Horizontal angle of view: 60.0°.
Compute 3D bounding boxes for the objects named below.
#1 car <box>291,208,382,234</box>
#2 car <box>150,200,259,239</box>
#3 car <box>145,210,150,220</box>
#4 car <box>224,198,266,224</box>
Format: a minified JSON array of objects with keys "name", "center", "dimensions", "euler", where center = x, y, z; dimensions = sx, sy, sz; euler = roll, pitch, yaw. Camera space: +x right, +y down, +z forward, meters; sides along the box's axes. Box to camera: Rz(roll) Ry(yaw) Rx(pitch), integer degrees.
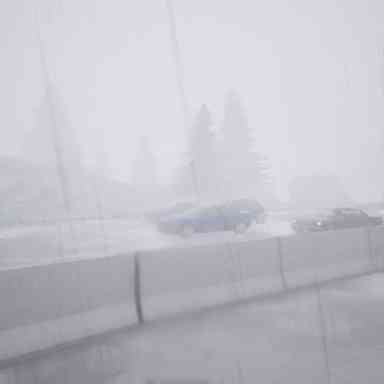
[{"name":"car","center":[7.187,1.471,16.495],"dimensions":[4.718,1.301,1.895],"euler":[0,0,-29]},{"name":"car","center":[0.719,1.376,16.760],"dimensions":[5.008,1.535,1.882],"euler":[0,0,-31]},{"name":"car","center":[-1.033,1.391,23.868],"dimensions":[4.674,1.442,1.812],"euler":[0,0,-30]},{"name":"car","center":[2.651,1.211,21.948],"dimensions":[4.553,1.767,2.097],"euler":[-1,0,-30]}]
